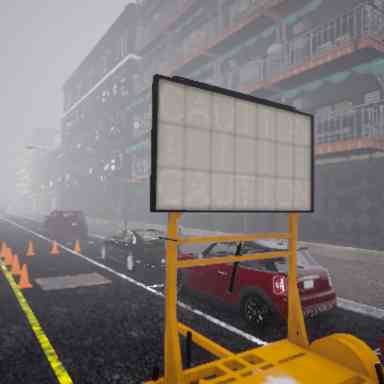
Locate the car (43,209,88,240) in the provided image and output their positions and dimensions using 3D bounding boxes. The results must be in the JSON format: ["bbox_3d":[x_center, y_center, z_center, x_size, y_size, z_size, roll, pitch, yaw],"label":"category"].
[{"bbox_3d":[-8.350,2.051,21.816,2.192,1.841,5.009,3,-3,-34],"label":"car"}]

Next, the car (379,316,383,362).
[{"bbox_3d":[4.222,1.752,3.102,1.887,1.381,4.507,3,-3,-34],"label":"car"}]

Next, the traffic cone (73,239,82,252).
[{"bbox_3d":[-5.383,2.498,15.630,0.340,0.580,0.340,2,-3,-34],"label":"traffic cone"}]

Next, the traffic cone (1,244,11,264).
[{"bbox_3d":[-6.757,2.343,12.300,0.340,0.580,0.340,3,-3,-34],"label":"traffic cone"}]

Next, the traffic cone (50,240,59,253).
[{"bbox_3d":[-6.213,2.462,15.074,0.340,0.580,0.340,2,-3,-34],"label":"traffic cone"}]

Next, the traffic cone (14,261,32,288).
[{"bbox_3d":[-4.526,2.249,8.982,0.340,0.580,0.340,3,-3,-34],"label":"traffic cone"}]

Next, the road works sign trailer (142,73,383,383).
[{"bbox_3d":[0.462,0.641,3.943,2.380,3.560,2.880,2,-3,-34],"label":"road works sign trailer"}]

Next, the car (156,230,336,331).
[{"bbox_3d":[1.079,1.780,7.783,1.967,1.590,4.097,3,-3,-34],"label":"car"}]

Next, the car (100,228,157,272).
[{"bbox_3d":[-2.066,2.023,12.454,2.008,1.369,4.403,3,-3,-34],"label":"car"}]

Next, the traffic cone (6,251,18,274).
[{"bbox_3d":[-5.641,2.296,10.642,0.340,0.580,0.340,3,-3,-34],"label":"traffic cone"}]

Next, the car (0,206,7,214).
[{"bbox_3d":[-36.746,3.440,64.034,1.752,1.417,4.829,3,-3,-34],"label":"car"}]

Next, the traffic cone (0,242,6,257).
[{"bbox_3d":[-7.872,2.390,13.959,0.340,0.580,0.340,3,-3,-34],"label":"traffic cone"}]

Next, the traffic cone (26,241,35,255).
[{"bbox_3d":[-7.043,2.426,14.517,0.340,0.580,0.340,2,-3,-34],"label":"traffic cone"}]
